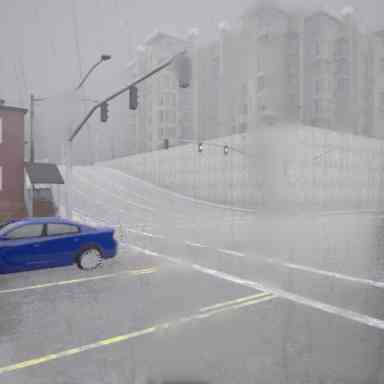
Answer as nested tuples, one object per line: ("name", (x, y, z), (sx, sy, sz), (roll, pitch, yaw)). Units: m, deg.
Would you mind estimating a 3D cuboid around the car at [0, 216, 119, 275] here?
("car", (-4.596, 1.477, 9.362), (5.008, 1.535, 1.882), (0, 0, -35))
